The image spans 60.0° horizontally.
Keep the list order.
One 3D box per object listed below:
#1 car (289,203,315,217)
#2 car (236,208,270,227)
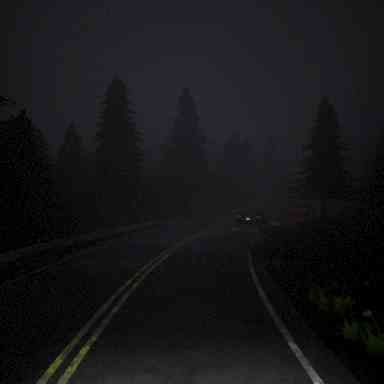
[{"bbox_3d":[13.148,2.042,39.485,2.097,1.767,4.553,2,0,34],"label":"car"},{"bbox_3d":[4.802,1.937,25.688,1.994,1.385,4.181,1,0,24],"label":"car"}]
